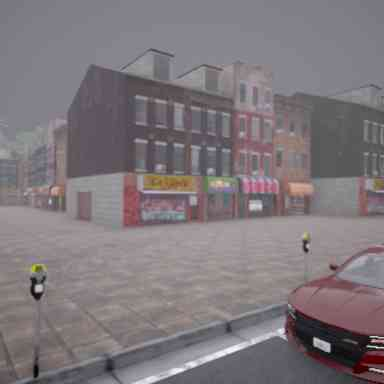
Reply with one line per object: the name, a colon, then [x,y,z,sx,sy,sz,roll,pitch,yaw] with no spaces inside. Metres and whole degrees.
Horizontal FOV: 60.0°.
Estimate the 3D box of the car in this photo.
car: [3.348,1.547,5.213,4.507,1.381,1.887,0,1,-36]
